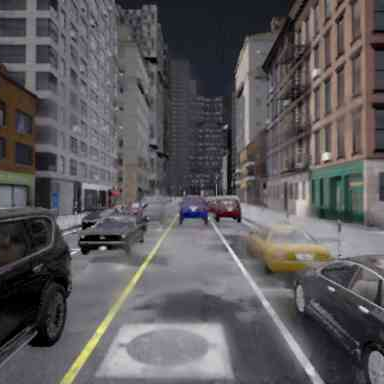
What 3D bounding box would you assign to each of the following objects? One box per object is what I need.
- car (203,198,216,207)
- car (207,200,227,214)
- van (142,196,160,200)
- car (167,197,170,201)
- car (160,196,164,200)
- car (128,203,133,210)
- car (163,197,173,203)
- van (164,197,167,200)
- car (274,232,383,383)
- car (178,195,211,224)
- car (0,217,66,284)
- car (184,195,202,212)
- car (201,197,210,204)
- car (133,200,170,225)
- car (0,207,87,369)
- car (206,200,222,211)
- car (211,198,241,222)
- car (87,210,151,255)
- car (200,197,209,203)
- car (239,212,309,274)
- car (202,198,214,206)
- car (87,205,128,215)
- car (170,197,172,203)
[{"bbox_3d":[2.871,1.781,55.212,1.947,1.339,4.313,1,0,0],"label":"car"},{"bbox_3d":[2.840,1.699,38.384,1.887,1.381,4.507,1,0,0],"label":"car"},{"bbox_3d":[-5.672,1.511,44.011,1.690,1.788,3.998,1,0,0],"label":"van"},{"bbox_3d":[-5.644,1.779,60.839,2.008,1.369,4.403,1,0,0],"label":"car"},{"bbox_3d":[-5.663,1.630,49.621,1.967,1.590,4.097,1,0,0],"label":"car"},{"bbox_3d":[-5.696,1.709,32.791,1.802,1.307,4.206,1,0,0],"label":"car"},{"bbox_3d":[-5.613,1.828,77.666,1.887,1.381,4.507,1,0,0],"label":"car"},{"bbox_3d":[-5.651,1.551,55.230,1.690,1.788,3.998,1,0,0],"label":"van"},{"bbox_3d":[2.778,1.573,4.728,2.008,1.369,4.403,1,0,0],"label":"car"},{"bbox_3d":[0.109,1.330,26.153,2.150,2.045,5.566,0,0,0],"label":"car"},{"bbox_3d":[-5.737,1.605,10.355,1.947,1.339,4.313,1,0,0],"label":"car"},{"bbox_3d":[0.144,1.394,43.604,2.150,2.045,5.566,0,0,0],"label":"car"},{"bbox_3d":[2.902,1.853,72.040,1.802,1.307,4.206,1,0,0],"label":"car"},{"bbox_3d":[-2.970,1.608,25.375,1.837,1.490,4.892,0,-1,0],"label":"car"},{"bbox_3d":[-3.095,1.235,3.464,2.150,2.045,5.566,0,0,0],"label":"car"},{"bbox_3d":[2.850,1.758,43.994,1.802,1.307,4.206,1,0,0],"label":"car"},{"bbox_3d":[2.823,1.427,27.167,2.192,1.841,5.009,1,0,0],"label":"car"},{"bbox_3d":[-3.070,1.655,13.764,1.895,1.301,4.718,0,0,1],"label":"car"},{"bbox_3d":[2.913,1.833,77.649,1.887,1.381,4.507,1,0,0],"label":"car"},{"bbox_3d":[2.789,1.571,10.508,1.752,1.417,4.829,1,0,0],"label":"car"},{"bbox_3d":[2.881,1.779,60.822,1.887,1.381,4.507,1,0,0],"label":"car"},{"bbox_3d":[-5.717,1.650,21.573,1.947,1.339,4.313,1,0,0],"label":"car"},{"bbox_3d":[-5.623,1.816,72.057,2.008,1.369,4.403,1,0,0],"label":"car"}]
